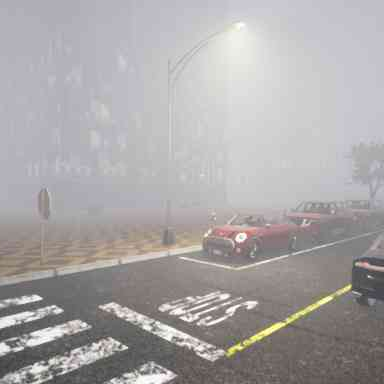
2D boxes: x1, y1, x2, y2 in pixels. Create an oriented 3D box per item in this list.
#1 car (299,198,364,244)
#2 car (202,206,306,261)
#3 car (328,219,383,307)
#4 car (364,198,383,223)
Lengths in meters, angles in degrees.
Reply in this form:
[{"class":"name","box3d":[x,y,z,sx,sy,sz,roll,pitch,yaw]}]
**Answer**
[{"class":"car","box3d":[6.231,1.324,16.271,5.009,1.841,2.192,0,0,-45]},{"class":"car","box3d":[2.234,1.448,12.283,4.097,1.590,1.967,0,0,-45]},{"class":"car","box3d":[4.990,1.495,7.003,4.902,1.511,2.128,0,0,-45]},{"class":"car","box3d":[10.227,1.325,20.261,5.009,1.841,2.192,0,0,-45]}]
